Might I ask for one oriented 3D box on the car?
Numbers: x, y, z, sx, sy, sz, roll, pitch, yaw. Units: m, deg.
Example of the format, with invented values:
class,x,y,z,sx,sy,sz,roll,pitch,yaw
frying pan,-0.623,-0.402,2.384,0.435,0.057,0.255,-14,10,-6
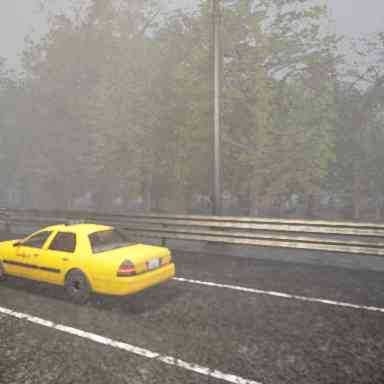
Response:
class,x,y,z,sx,sy,sz,roll,pitch,yaw
car,-2.989,1.428,8.006,5.366,1.575,1.801,0,0,30
